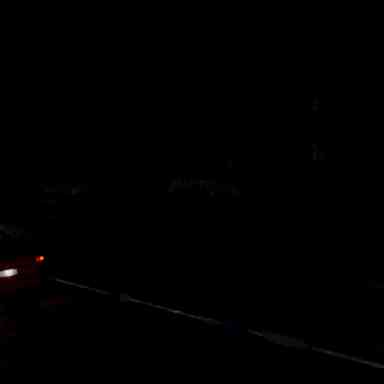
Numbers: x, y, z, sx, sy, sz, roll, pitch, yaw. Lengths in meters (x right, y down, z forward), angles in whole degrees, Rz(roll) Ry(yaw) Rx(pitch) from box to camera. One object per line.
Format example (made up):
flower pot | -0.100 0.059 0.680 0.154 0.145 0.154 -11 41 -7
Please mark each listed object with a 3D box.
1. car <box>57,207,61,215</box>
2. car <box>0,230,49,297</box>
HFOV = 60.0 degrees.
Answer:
car | -10.465 1.313 31.650 2.097 1.767 4.553 0 0 35
car | -5.206 1.564 7.754 4.181 1.385 1.994 0 0 37
